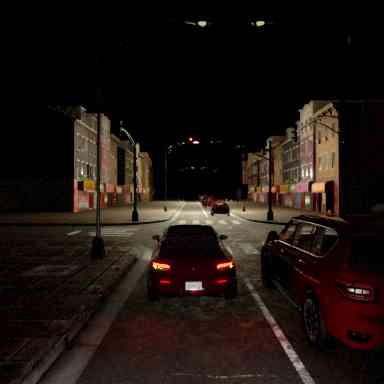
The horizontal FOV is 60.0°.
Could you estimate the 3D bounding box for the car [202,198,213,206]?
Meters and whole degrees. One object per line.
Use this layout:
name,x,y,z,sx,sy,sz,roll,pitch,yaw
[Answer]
car,2.714,1.691,59.755,1.802,1.307,4.206,0,0,0

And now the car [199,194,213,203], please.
car,2.710,1.407,54.318,2.192,1.841,5.009,1,0,0

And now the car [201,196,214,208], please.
car,2.702,1.621,48.880,1.887,1.381,4.507,1,0,0

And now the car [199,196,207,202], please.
car,2.744,1.781,86.942,1.947,1.339,4.313,0,0,0

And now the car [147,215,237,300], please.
car,-0.041,1.530,8.291,1.812,1.442,4.674,0,0,-2

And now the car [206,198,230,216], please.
car,2.684,1.583,32.568,1.887,1.381,4.507,1,0,0

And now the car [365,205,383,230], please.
car,13.566,1.583,20.717,4.674,1.442,1.812,0,-1,0

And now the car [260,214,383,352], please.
car,2.657,1.318,6.138,2.192,1.841,5.009,1,0,0

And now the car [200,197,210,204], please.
car,2.726,1.730,70.629,1.802,1.307,4.206,0,0,0

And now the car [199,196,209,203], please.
car,2.732,1.720,76.067,2.008,1.369,4.403,0,0,0
